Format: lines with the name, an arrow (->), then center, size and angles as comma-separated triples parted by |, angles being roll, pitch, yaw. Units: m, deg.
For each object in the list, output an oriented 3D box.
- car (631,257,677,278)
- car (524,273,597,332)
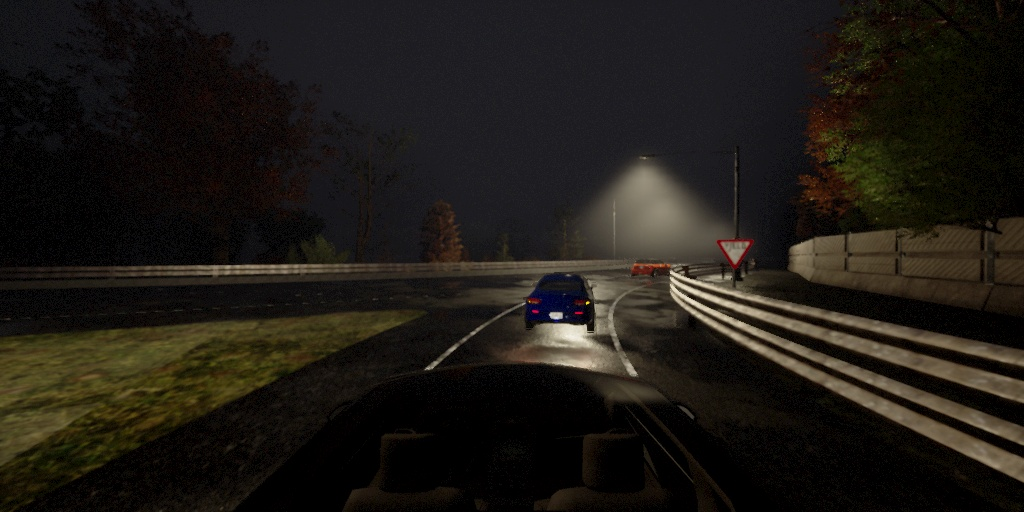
car -> 12.749, 0.999, 32.511 | 4.553, 1.767, 2.097 | 0, 0, -43
car -> 1.550, 1.243, 10.784 | 1.812, 1.442, 4.674 | 0, 0, 12
